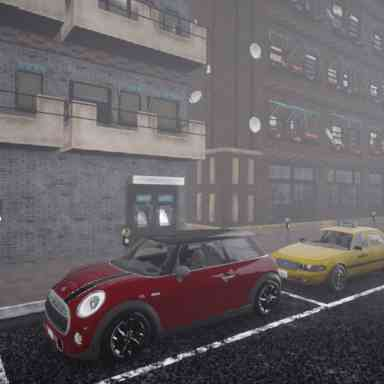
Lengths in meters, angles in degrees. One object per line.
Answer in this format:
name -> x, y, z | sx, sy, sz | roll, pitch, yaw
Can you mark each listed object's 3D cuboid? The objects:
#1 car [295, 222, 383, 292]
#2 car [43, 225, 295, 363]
car -> 4.013, 1.527, 8.957 | 4.829, 1.417, 1.752 | 0, 1, -36
car -> -0.363, 1.441, 5.829 | 4.097, 1.590, 1.967 | 0, 1, -36
